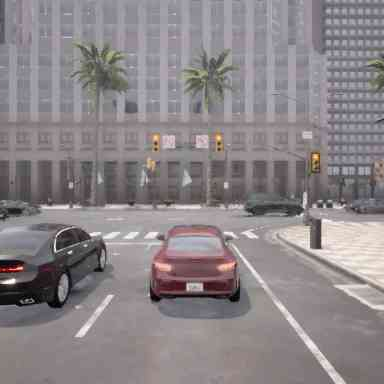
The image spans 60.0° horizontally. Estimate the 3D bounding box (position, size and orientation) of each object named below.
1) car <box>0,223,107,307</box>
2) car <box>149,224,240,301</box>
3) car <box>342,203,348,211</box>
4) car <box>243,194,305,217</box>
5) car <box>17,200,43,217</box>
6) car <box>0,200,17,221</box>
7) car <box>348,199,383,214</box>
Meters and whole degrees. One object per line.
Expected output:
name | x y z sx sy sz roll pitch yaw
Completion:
car | -3.435 1.505 7.960 1.837 1.490 4.892 0 0 0
car | 0.075 1.526 8.212 1.812 1.442 4.674 0 0 1
car | 19.774 1.491 37.985 4.902 1.511 2.128 0 0 0
car | 7.560 1.221 30.791 5.566 2.045 2.150 0 0 1
car | -16.454 1.491 30.805 4.902 1.511 2.128 0 0 0
car | -16.265 1.478 25.583 5.008 1.535 1.882 0 -1 24
car | 19.052 1.564 34.485 4.181 1.385 1.994 0 0 0
